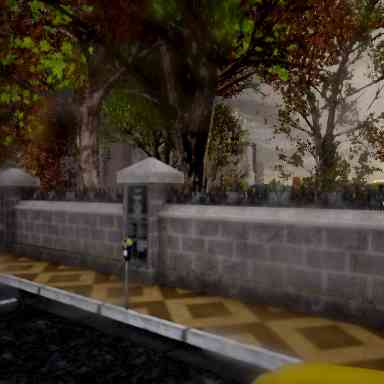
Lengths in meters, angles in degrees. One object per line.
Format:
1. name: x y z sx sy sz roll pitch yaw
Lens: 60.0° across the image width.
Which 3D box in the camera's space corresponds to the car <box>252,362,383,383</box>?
1. car: 2.260 1.523 1.284 4.829 1.417 1.752 0 0 35
